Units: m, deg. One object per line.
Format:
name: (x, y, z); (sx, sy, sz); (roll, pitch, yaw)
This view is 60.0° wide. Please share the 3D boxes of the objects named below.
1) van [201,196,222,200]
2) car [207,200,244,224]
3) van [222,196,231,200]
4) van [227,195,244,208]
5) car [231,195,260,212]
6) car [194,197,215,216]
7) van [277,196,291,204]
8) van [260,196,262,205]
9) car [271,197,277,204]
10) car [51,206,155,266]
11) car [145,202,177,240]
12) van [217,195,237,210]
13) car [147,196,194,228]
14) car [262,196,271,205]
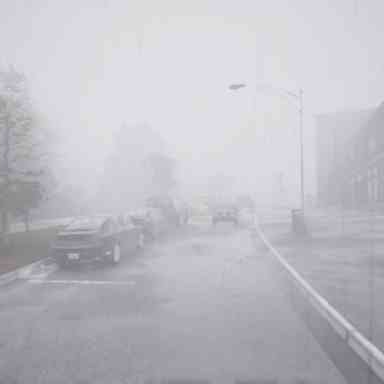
van: (1.920, 1.437, 39.276); (1.878, 1.987, 4.442); (-3, 0, 13)
car: (2.654, 1.615, 25.284); (2.033, 1.411, 5.357); (0, 0, 10)
van: (3.529, 1.486, 44.634); (1.878, 1.987, 4.442); (-3, -1, 18)
van: (7.281, 1.606, 55.155); (1.878, 1.987, 4.442); (-3, -1, 20)
car: (6.887, 1.396, 42.398); (2.150, 2.045, 5.566); (-1, -1, 17)
car: (0.555, 1.616, 33.929); (1.946, 1.575, 5.366); (-3, -1, 15)
van: (22.912, 2.007, 84.732); (1.878, 1.987, 4.442); (-2, -1, 32)
van: (11.829, 1.748, 65.373); (1.878, 1.987, 4.442); (-2, -1, 24)
car: (17.050, 2.155, 75.123); (2.002, 1.452, 4.674); (-2, -1, 30)
car: (-3.065, 1.518, 11.683); (2.231, 1.521, 4.892); (-3, 0, 6)
car: (-2.472, 1.539, 17.243); (2.231, 1.521, 4.892); (-3, 0, 7)
van: (5.321, 1.543, 49.931); (1.878, 1.987, 4.442); (-3, -1, 19)
car: (-1.690, 1.307, 22.816); (2.435, 2.045, 5.566); (-3, 0, 9)
car: (14.337, 1.796, 70.271); (2.435, 2.045, 5.566); (-2, -1, 26)
